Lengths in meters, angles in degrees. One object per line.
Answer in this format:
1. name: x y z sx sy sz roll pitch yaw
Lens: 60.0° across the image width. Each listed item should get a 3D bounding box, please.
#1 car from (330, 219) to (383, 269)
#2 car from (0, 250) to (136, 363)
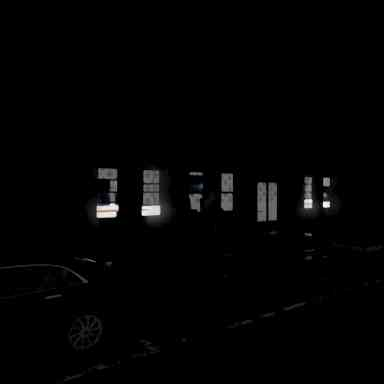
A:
1. car: 6.345 1.582 11.068 4.206 1.307 1.802 0 0 -35
2. car: -2.931 1.551 4.468 4.403 1.369 2.008 0 0 -35
